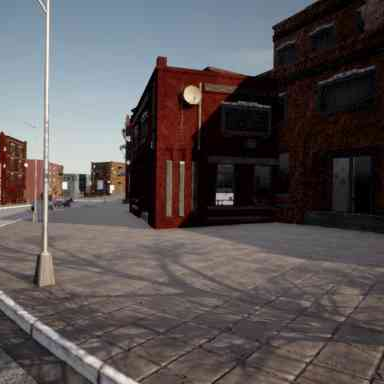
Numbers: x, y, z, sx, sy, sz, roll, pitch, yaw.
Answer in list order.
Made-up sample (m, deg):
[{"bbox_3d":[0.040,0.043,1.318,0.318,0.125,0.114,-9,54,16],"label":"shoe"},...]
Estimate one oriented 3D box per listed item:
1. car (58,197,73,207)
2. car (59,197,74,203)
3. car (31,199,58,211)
[{"bbox_3d":[-20.976,1.694,53.691,1.812,1.442,4.674,1,0,-9],"label":"car"},{"bbox_3d":[-27.925,1.759,74.190,2.033,1.411,5.357,1,0,-9],"label":"car"},{"bbox_3d":[-19.127,1.683,42.751,1.994,1.385,4.181,1,0,-9],"label":"car"}]
